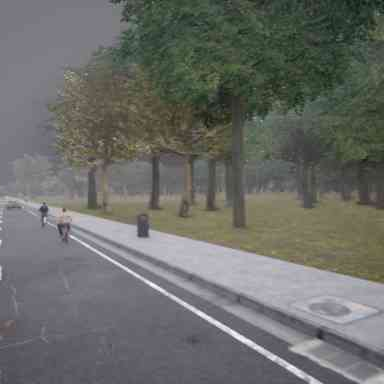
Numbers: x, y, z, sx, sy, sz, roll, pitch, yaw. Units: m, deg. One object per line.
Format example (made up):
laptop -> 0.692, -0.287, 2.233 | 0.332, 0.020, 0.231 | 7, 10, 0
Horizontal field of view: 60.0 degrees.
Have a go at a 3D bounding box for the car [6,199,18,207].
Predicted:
car -> -35.273, 2.118, 65.145 | 1.882, 1.535, 5.008 | -1, 0, -30

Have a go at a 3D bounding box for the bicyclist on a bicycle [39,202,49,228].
bicyclist on a bicycle -> -10.032, 1.556, 22.566 | 0.659, 1.776, 1.843 | -1, 0, -30

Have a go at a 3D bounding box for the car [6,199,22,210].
car -> -28.230, 2.064, 52.964 | 2.033, 1.411, 5.357 | -1, 0, -30

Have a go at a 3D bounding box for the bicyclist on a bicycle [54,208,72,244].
bicyclist on a bicycle -> -5.921, 1.547, 15.382 | 0.866, 1.612, 1.509 | -1, -1, -30
